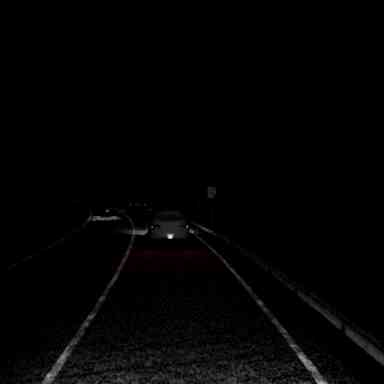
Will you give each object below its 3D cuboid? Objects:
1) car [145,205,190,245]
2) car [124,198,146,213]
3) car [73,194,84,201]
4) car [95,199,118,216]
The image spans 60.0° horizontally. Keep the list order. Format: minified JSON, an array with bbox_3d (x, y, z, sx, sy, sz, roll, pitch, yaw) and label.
[{"bbox_3d":[-1.184,1.546,15.614,1.812,1.442,4.674,1,0,-8],"label":"car"},{"bbox_3d":[-6.525,1.425,38.048,2.097,1.767,4.553,2,-1,-18],"label":"car"},{"bbox_3d":[-24.042,1.149,70.426,1.812,1.442,4.674,2,0,-22],"label":"car"},{"bbox_3d":[-8.323,1.480,32.394,2.128,1.511,4.902,1,0,-17],"label":"car"}]
